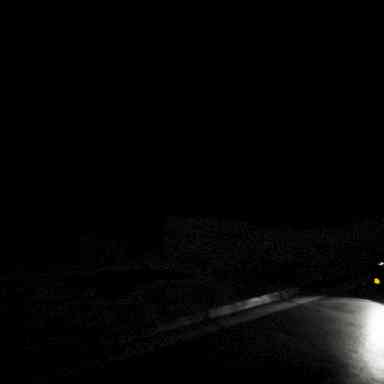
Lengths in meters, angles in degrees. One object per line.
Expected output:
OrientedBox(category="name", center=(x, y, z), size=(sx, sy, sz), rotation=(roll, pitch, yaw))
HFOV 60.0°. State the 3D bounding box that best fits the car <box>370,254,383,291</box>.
OrientedBox(category="car", center=(5.941, 1.575, 7.614), size=(4.181, 1.385, 1.994), rotation=(0, 0, -35))
